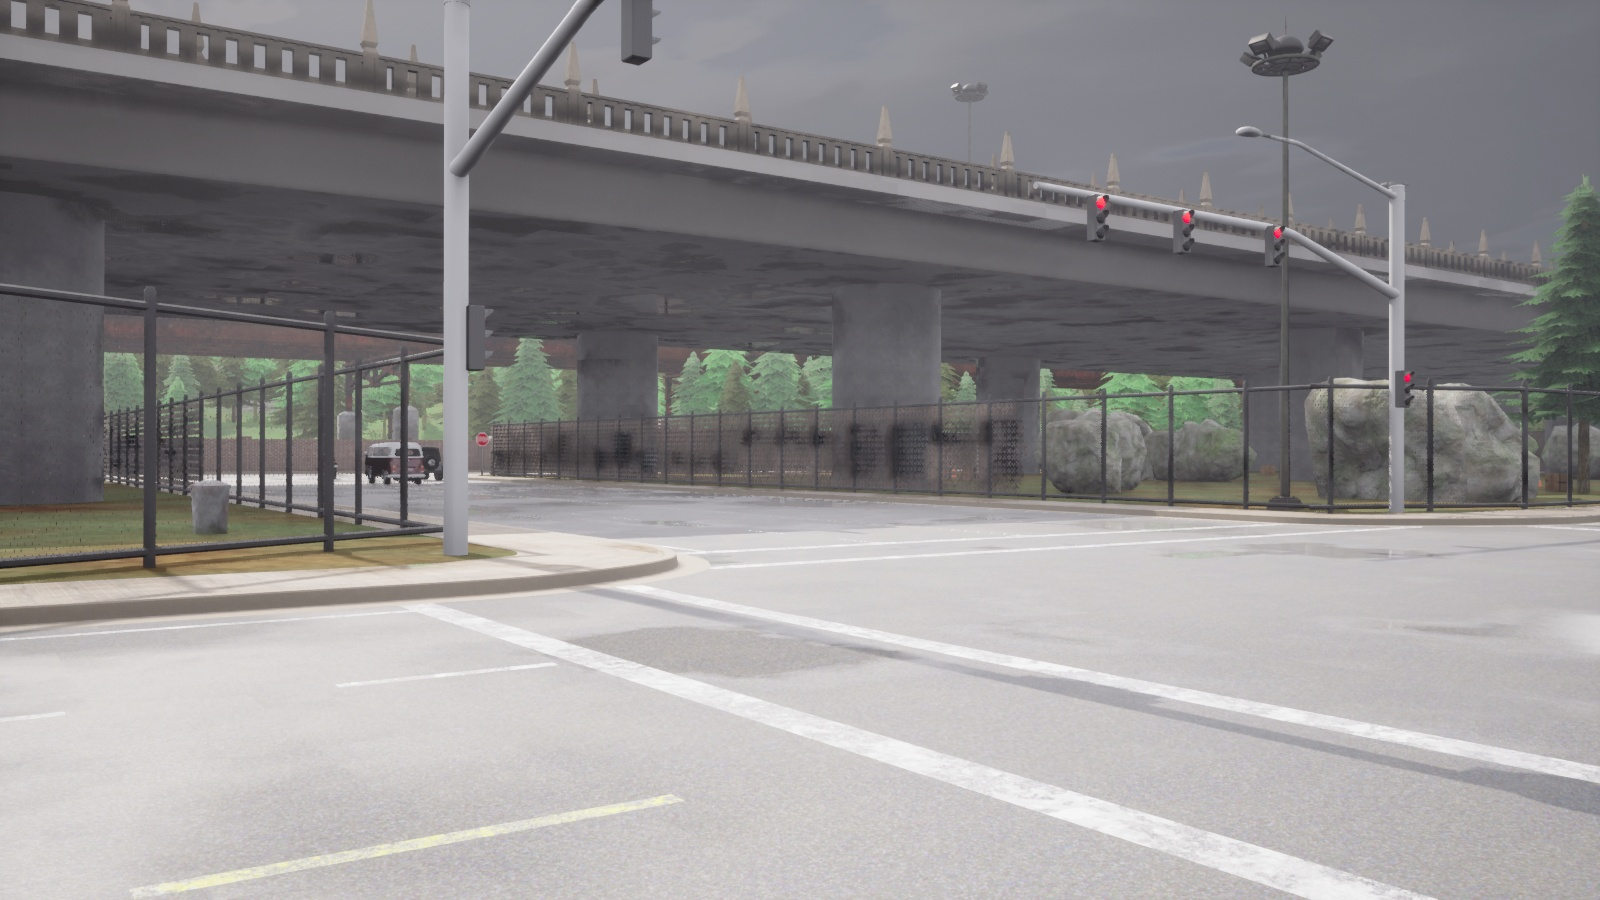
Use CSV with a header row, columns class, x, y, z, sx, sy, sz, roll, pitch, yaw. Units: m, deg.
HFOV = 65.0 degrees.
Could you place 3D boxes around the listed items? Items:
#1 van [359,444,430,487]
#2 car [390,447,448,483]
class,x,y,z,sx,sy,sz,roll,pitch,yaw
van,-19.707,0.718,60.951,2.069,2.038,4.480,0,0,-35
car,-20.874,0.809,68.727,1.905,1.878,3.866,0,0,-35
